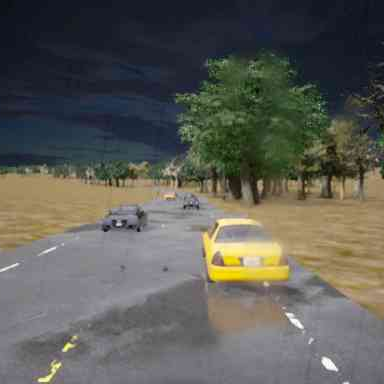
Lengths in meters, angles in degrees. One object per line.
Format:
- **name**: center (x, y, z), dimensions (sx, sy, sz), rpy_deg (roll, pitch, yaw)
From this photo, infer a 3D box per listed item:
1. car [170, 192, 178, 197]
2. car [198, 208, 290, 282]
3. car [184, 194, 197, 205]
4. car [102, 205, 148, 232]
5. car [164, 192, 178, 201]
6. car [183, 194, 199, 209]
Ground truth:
- **car**: center (-4.543, 0.622, 84.137), dimensions (1.895, 1.301, 4.718), rpy_deg (0, 1, -2)
- **car**: center (1.229, 1.380, 9.417), dimensions (1.801, 1.575, 5.366), rpy_deg (0, 0, 0)
- **car**: center (-0.300, 1.022, 48.852), dimensions (1.812, 1.442, 4.674), rpy_deg (0, 1, -1)
- **car**: center (-3.629, 1.405, 18.564), dimensions (1.994, 1.385, 4.181), rpy_deg (0, 1, 0)
- **car**: center (-4.077, 0.817, 61.242), dimensions (1.882, 1.535, 5.008), rpy_deg (0, 1, 0)
- **car**: center (-0.102, 1.175, 38.270), dimensions (2.033, 1.411, 5.357), rpy_deg (0, 1, 0)
